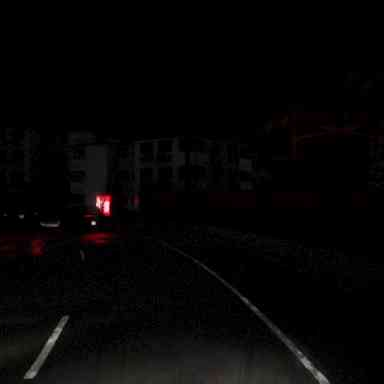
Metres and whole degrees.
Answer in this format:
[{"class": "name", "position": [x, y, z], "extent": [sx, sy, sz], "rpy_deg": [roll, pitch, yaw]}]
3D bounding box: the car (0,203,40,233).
[{"class": "car", "position": [-10.966, 1.432, 20.533], "extent": [2.097, 1.767, 4.553], "rpy_deg": [0, 0, -38]}]

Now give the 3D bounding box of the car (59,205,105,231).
[{"class": "car", "position": [-7.078, 1.579, 21.197], "extent": [1.837, 1.490, 4.892], "rpy_deg": [0, -1, -35]}]
